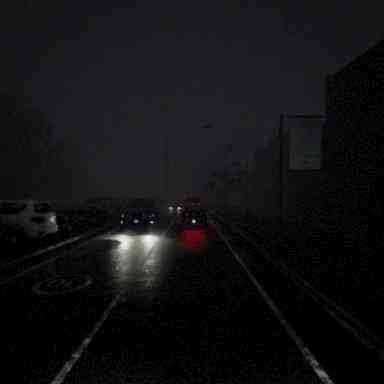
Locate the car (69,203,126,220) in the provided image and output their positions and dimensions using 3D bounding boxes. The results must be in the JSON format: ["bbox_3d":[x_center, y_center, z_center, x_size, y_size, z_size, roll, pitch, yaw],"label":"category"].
[{"bbox_3d":[-8.884,1.790,31.543,4.792,1.488,2.163,0,-1,0],"label":"car"}]

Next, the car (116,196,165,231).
[{"bbox_3d":[-3.329,1.416,22.658,2.150,2.045,5.566,0,-1,0],"label":"car"}]

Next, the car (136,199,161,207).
[{"bbox_3d":[-8.866,2.187,67.983,4.892,1.521,2.231,0,-1,0],"label":"car"}]

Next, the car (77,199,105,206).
[{"bbox_3d":[-22.140,2.242,73.048,5.366,1.575,1.946,0,-1,0],"label":"car"}]

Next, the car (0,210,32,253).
[{"bbox_3d":[-8.840,1.566,11.924,5.008,1.535,2.097,0,0,0],"label":"car"}]

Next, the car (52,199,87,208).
[{"bbox_3d":[-21.762,2.080,59.170,5.366,1.575,1.946,0,-1,0],"label":"car"}]

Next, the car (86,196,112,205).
[{"bbox_3d":[-21.986,2.058,78.601,5.566,2.045,2.435,0,-1,0],"label":"car"}]

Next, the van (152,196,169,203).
[{"bbox_3d":[-8.768,2.197,93.219,4.442,1.987,1.878,0,0,0],"label":"van"}]

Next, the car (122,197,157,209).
[{"bbox_3d":[-8.838,1.804,56.774,5.566,2.045,2.435,0,-1,0],"label":"car"}]

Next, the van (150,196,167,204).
[{"bbox_3d":[-9.000,2.181,90.417,4.442,1.987,1.878,0,0,0],"label":"van"}]

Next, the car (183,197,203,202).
[{"bbox_3d":[0.136,1.615,40.725,2.150,2.045,5.566,0,-1,0],"label":"car"}]

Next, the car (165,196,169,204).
[{"bbox_3d":[-8.848,2.033,76.397,5.566,2.045,2.435,0,-1,0],"label":"car"}]

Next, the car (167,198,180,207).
[{"bbox_3d":[-3.216,2.186,64.141,1.812,1.442,4.674,0,-1,1],"label":"car"}]

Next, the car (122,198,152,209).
[{"bbox_3d":[-8.834,1.896,53.970,4.553,1.767,2.185,0,-1,0],"label":"car"}]

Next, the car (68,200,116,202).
[{"bbox_3d":[-9.039,1.724,28.740,5.366,1.575,1.946,0,-1,0],"label":"car"}]

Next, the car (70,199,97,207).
[{"bbox_3d":[-21.923,2.210,67.496,4.792,1.488,2.163,0,-1,0],"label":"car"}]

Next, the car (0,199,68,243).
[{"bbox_3d":[-8.875,1.338,14.730,5.566,2.045,2.435,0,0,0],"label":"car"}]

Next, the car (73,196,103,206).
[{"bbox_3d":[-21.982,1.961,70.275,5.566,2.045,2.435,0,-1,0],"label":"car"}]

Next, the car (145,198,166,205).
[{"bbox_3d":[-8.885,2.344,82.002,4.892,1.521,2.231,0,-1,0],"label":"car"}]

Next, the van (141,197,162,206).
[{"bbox_3d":[-8.992,2.026,73.592,4.442,1.987,1.878,0,-1,0],"label":"van"}]

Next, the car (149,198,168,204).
[{"bbox_3d":[-8.911,2.421,87.613,4.792,1.488,2.163,0,0,0],"label":"car"}]

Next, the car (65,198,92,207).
[{"bbox_3d":[-21.981,2.022,64.721,4.553,1.767,2.185,0,-1,0],"label":"car"}]

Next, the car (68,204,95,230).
[{"bbox_3d":[-8.820,1.669,20.333,4.792,1.488,2.163,0,-1,0],"label":"car"}]

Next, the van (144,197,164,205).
[{"bbox_3d":[-8.994,2.091,79.197,4.442,1.987,1.878,0,-1,0],"label":"van"}]

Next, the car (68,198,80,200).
[{"bbox_3d":[-21.952,2.051,56.393,4.892,1.521,2.231,0,-1,0],"label":"car"}]

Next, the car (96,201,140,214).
[{"bbox_3d":[-8.830,1.888,39.952,4.792,1.488,2.163,0,-1,0],"label":"car"}]

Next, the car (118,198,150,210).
[{"bbox_3d":[-8.833,1.864,51.166,4.553,1.767,2.185,0,-1,0],"label":"car"}]

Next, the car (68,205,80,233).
[{"bbox_3d":[-8.844,1.615,17.535,4.892,1.521,2.231,0,-1,0],"label":"car"}]

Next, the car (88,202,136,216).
[{"bbox_3d":[-8.828,1.855,37.149,4.792,1.488,2.163,0,-1,0],"label":"car"}]

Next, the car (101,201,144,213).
[{"bbox_3d":[-8.855,1.891,42.756,5.008,1.535,2.097,0,-1,0],"label":"car"}]

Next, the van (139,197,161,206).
[{"bbox_3d":[-8.990,1.993,70.789,4.442,1.987,1.878,0,-1,0],"label":"van"}]

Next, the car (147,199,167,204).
[{"bbox_3d":[-8.878,2.409,84.805,4.674,1.452,2.002,0,-1,0],"label":"car"}]

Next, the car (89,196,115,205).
[{"bbox_3d":[-21.930,2.086,81.378,5.566,2.045,2.435,0,-1,0],"label":"car"}]

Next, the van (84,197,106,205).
[{"bbox_3d":[-22.072,2.052,75.825,4.442,1.987,1.878,0,-1,0],"label":"van"}]

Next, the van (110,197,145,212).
[{"bbox_3d":[-8.745,1.698,45.561,4.442,1.987,1.878,0,-1,0],"label":"van"}]

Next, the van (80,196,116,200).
[{"bbox_3d":[-8.739,1.567,34.349,4.442,1.987,1.878,0,-1,0],"label":"van"}]

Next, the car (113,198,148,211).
[{"bbox_3d":[-8.894,1.831,48.363,4.553,1.767,2.185,0,-1,0],"label":"car"}]

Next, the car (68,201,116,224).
[{"bbox_3d":[-8.847,1.696,25.940,5.008,1.535,2.097,0,-1,0],"label":"car"}]

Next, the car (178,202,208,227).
[{"bbox_3d":[0.122,1.717,24.385,1.837,1.490,4.892,0,-1,0],"label":"car"}]

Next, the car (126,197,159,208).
[{"bbox_3d":[-8.840,1.836,59.577,5.566,2.045,2.435,0,-1,0],"label":"car"}]
